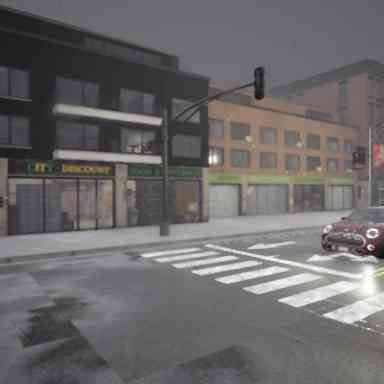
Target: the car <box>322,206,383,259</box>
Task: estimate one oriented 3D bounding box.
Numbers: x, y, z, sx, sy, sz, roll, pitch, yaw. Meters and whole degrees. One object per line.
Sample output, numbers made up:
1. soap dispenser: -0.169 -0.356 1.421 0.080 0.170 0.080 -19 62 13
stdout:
1. car: 6.931 1.345 12.593 4.553 1.767 2.097 0 0 -36
